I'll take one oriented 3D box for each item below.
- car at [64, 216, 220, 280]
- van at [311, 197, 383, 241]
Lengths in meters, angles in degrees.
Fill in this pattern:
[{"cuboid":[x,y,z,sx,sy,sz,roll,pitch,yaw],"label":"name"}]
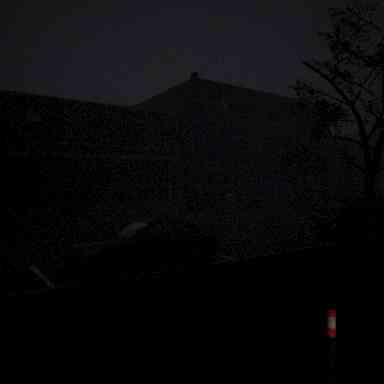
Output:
[{"cuboid":[-1.266,1.466,9.789,4.674,1.452,2.002,0,0,-35],"label":"car"},{"cuboid":[7.654,1.221,16.177,4.442,1.987,1.878,0,0,-33],"label":"van"}]
